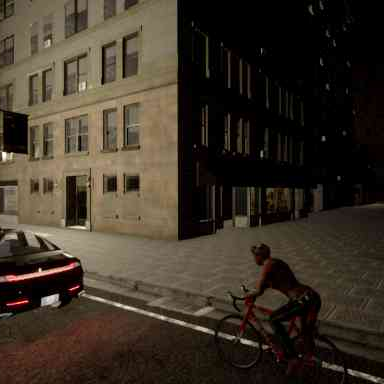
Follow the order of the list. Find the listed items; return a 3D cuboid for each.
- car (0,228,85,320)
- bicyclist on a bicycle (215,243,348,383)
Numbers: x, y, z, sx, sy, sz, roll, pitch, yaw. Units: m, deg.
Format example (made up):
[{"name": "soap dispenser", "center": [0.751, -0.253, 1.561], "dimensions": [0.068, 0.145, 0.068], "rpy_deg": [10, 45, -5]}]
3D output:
[{"name": "car", "center": [-4.203, 1.493, 6.687], "dimensions": [4.902, 1.511, 2.128], "rpy_deg": [0, 0, 36]}, {"name": "bicyclist on a bicycle", "center": [0.969, 1.453, 3.973], "dimensions": [1.656, 1.620, 0.582], "rpy_deg": [0, 0, 36]}]
